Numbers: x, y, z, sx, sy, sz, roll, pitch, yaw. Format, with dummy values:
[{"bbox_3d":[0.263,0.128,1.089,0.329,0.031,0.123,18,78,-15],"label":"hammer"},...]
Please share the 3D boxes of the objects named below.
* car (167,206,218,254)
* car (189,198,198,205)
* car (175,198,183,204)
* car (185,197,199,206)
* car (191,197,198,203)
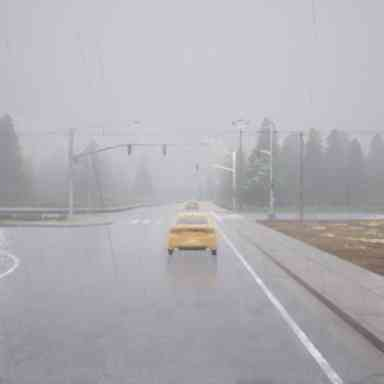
[{"bbox_3d":[0.029,1.603,14.242,1.882,1.535,5.008,0,0,0],"label":"car"},{"bbox_3d":[0.306,2.244,80.458,2.033,1.411,5.357,0,-1,2],"label":"car"},{"bbox_3d":[-3.167,2.253,81.403,2.033,1.411,5.357,0,-1,2],"label":"car"},{"bbox_3d":[0.023,1.916,49.899,1.882,1.535,5.008,0,-1,0],"label":"car"},{"bbox_3d":[0.705,2.239,90.851,1.837,1.490,4.892,0,-1,2],"label":"car"}]
